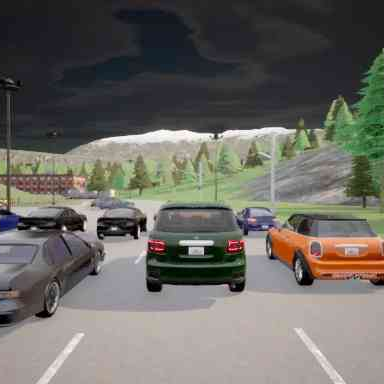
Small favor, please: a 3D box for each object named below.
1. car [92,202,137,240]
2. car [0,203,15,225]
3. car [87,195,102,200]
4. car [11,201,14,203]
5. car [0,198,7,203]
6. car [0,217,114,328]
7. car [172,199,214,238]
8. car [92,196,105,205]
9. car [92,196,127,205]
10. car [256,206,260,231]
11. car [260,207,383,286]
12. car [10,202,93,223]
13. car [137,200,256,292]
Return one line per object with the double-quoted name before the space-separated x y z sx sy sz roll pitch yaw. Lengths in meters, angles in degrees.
"car" -3.456 1.478 17.158 1.882 1.535 5.008 0 0 0
"car" -10.457 1.526 17.369 1.812 1.442 4.674 0 0 -1
"car" -13.682 1.564 51.585 1.994 1.385 4.181 0 0 25
"car" -28.446 1.477 48.264 5.008 1.535 1.882 0 0 -1
"car" -28.018 1.504 44.772 4.892 1.490 1.837 0 0 -1
"car" -3.415 1.547 7.331 2.033 1.411 5.357 0 0 -1
"car" 0.017 1.352 18.621 2.097 1.767 4.553 0 0 -1
"car" -16.848 1.492 60.048 2.128 1.511 4.902 1 0 -15
"car" -9.871 1.547 43.395 2.033 1.411 5.357 0 0 38
"car" 3.523 1.526 18.445 1.812 1.442 4.674 0 0 -1
"car" 3.578 1.352 9.590 2.097 1.767 4.553 0 0 0
"car" -6.963 1.478 17.167 1.882 1.535 5.008 0 0 1
"car" 0.080 1.221 9.057 2.150 2.045 5.566 0 0 0
